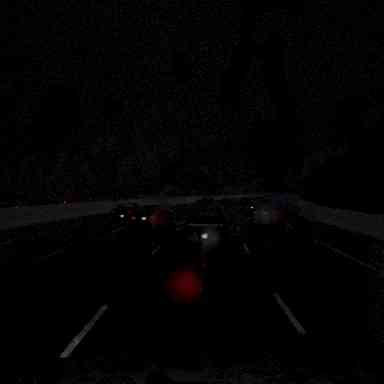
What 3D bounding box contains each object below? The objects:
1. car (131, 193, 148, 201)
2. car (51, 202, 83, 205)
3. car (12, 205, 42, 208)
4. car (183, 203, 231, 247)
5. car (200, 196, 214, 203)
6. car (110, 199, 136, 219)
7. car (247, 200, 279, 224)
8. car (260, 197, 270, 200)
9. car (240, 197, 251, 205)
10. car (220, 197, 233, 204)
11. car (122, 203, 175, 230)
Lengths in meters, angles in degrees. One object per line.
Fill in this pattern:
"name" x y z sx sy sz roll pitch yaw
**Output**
"car" -11.817 1.123 75.576 1.882 1.535 5.008 1 0 15
"car" -13.993 1.077 38.123 2.150 2.045 5.566 1 0 11
"car" -17.757 1.309 37.001 2.128 1.511 4.902 1 0 10
"car" 0.706 1.499 15.261 2.128 1.511 4.902 0 0 5
"car" 2.850 1.553 62.405 1.812 1.442 4.674 1 0 15
"car" -5.023 1.548 27.568 1.895 1.301 4.718 1 0 8
"car" 5.560 1.620 25.884 1.994 1.385 4.181 1 0 8
"car" 13.500 1.701 61.454 1.994 1.385 4.181 1 0 15
"car" 10.027 1.593 62.057 2.128 1.511 4.902 1 0 15
"car" 6.463 1.628 62.314 1.994 1.385 4.181 1 0 15
"car" -2.359 1.522 20.809 2.033 1.411 5.357 1 0 7
